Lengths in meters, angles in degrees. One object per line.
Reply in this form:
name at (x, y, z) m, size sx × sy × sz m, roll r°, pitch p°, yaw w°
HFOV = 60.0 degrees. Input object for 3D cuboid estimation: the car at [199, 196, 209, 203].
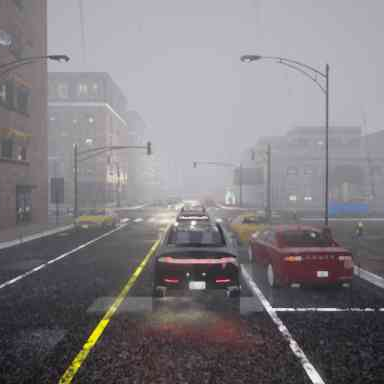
car at (2.535, 1.586, 69.986) m, size 2.008 × 1.369 × 4.403 m, roll 0°, pitch 0°, yaw 0°

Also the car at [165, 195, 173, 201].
car at (-5.882, 1.586, 86.875) m, size 1.752 × 1.417 × 4.829 m, roll 0°, pitch 0°, yaw 0°

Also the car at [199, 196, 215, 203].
car at (2.571, 1.456, 52.895) m, size 1.967 × 1.590 × 4.097 m, roll 0°, pitch 0°, yaw 0°

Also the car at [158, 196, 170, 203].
car at (-5.845, 1.586, 69.956) m, size 2.008 × 1.369 × 4.403 m, roll 0°, pitch 0°, yaw 0°

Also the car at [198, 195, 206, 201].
car at (2.499, 1.612, 87.076) m, size 2.008 × 1.369 × 4.403 m, roll -1°, pitch 0°, yaw 0°

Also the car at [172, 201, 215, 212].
car at (0.061, 1.490, 18.855) m, size 2.128 × 1.511 × 4.902 m, roll 0°, pitch 0°, yaw 0°

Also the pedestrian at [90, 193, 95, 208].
pedestrian at (-12.721, 1.074, 42.276) m, size 0.375 × 1.860 × 0.375 m, roll 0°, pitch 0°, yaw -1°

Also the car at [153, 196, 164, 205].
car at (-5.821, 1.572, 58.562) m, size 2.008 × 1.369 × 4.403 m, roll 0°, pitch 0°, yaw 0°

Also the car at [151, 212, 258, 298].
car at (0.084, 1.490, 8.486) m, size 2.128 × 1.511 × 4.902 m, roll 0°, pitch 0°, yaw 0°

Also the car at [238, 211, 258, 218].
car at (2.653, 1.524, 14.897) m, size 1.752 × 1.417 × 4.829 m, roll 0°, pitch 0°, yaw 0°

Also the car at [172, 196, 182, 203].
car at (-3.153, 1.591, 72.360) m, size 1.994 × 1.385 × 4.181 m, roll 0°, pitch 0°, yaw 0°

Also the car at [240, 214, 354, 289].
car at (2.666, 1.543, 9.030) m, size 1.887 × 1.381 × 4.507 m, roll 0°, pitch 0°, yaw 0°

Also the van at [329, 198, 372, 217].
van at (14.591, 1.409, 31.215) m, size 3.998 × 1.788 × 1.690 m, roll 0°, pitch 0°, yaw -1°

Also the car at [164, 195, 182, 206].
car at (-3.199, 1.567, 57.299) m, size 2.033 × 1.411 × 5.357 m, roll 0°, pitch 0°, yaw 0°

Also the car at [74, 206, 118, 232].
car at (-5.739, 1.525, 20.240) m, size 1.752 × 1.417 × 4.829 m, roll 0°, pitch 0°, yaw 0°
